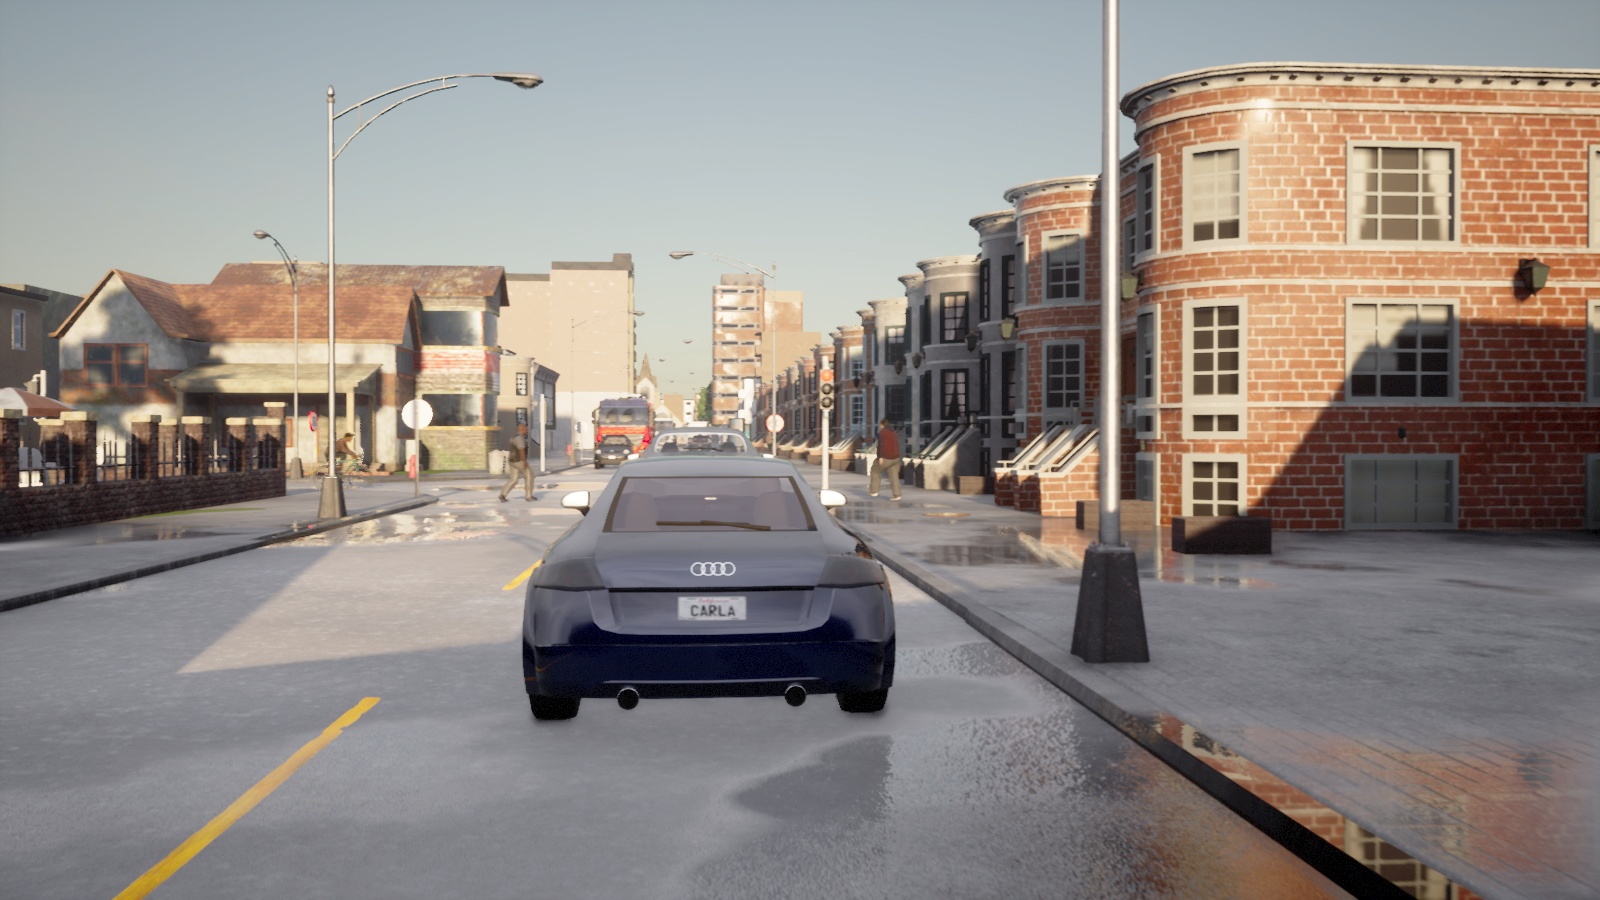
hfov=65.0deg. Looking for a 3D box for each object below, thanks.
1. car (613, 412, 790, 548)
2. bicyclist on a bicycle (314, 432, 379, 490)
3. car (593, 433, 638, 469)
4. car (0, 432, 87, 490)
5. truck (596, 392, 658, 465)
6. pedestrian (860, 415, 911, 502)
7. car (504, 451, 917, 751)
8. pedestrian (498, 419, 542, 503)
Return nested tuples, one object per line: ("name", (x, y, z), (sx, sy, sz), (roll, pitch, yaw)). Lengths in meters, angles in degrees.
("car", (-1.383, 0.337, 17.787), (2.152, 1.651, 5.027), (0, 1, -4))
("bicyclist on a bicycle", (-12.883, 0.308, 35.711), (1.656, 1.620, 0.582), (0, 1, -4))
("car", (-8.687, 0.016, 59.308), (1.851, 1.617, 3.988), (0, 1, -4))
("car", (-23.054, 0.287, 34.908), (5.366, 1.575, 1.801), (0, 1, -5))
("truck", (-9.501, -1.155, 69.606), (2.891, 3.827, 8.468), (0, 1, -4))
("pedestrian", (1.846, 0.176, 27.228), (0.634, 1.844, 0.899), (0, 1, -44))
("car", (-0.604, 0.724, 8.163), (1.994, 1.385, 4.181), (0, 1, -5))
("pedestrian", (-6.321, 0.239, 28.372), (0.849, 1.883, 0.563), (0, 1, -30))
